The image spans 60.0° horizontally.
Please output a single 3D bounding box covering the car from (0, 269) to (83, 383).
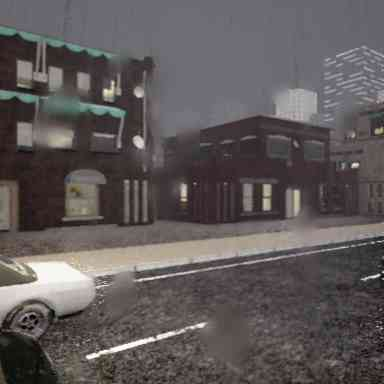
[{"bbox_3d":[-2.840,1.553,1.656,4.181,1.385,1.994,1,0,-35],"label":"car"}]

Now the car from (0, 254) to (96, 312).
[{"bbox_3d":[-3.994,1.597,4.825,4.718,1.301,1.895,1,0,-35],"label":"car"}]

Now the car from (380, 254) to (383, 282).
[{"bbox_3d":[6.650,1.576,8.416,4.902,1.511,2.128,1,0,-35],"label":"car"}]
